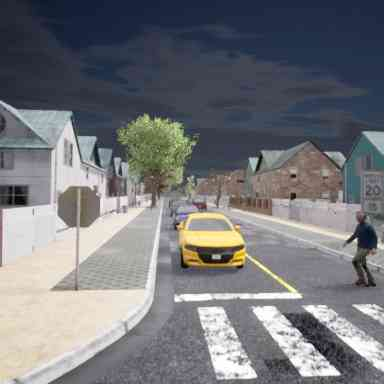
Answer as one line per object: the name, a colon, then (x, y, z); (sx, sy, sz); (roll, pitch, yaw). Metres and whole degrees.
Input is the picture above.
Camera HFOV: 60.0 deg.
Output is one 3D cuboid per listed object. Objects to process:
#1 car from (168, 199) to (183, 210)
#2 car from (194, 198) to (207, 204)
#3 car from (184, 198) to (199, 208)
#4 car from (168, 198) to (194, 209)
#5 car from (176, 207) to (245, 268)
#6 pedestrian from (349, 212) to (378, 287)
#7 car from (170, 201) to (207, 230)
car: (-2.369, 1.720, 47.327); (1.994, 1.385, 4.181); (1, 0, -5)
car: (0.802, 1.620, 43.054); (1.882, 1.535, 5.008); (1, 0, -4)
car: (-0.120, 1.718, 53.373); (2.033, 1.411, 5.357); (1, 0, -5)
car: (-1.168, 1.579, 32.062); (1.837, 1.490, 4.892); (1, 0, -5)
car: (0.520, 1.503, 11.528); (1.882, 1.535, 5.008); (1, 0, -3)
pedestrian: (4.138, 1.354, 8.046); (0.375, 1.860, 0.375); (2, -2, -5)
car: (-0.298, 1.574, 21.600); (1.812, 1.442, 4.674); (1, 0, -5)
